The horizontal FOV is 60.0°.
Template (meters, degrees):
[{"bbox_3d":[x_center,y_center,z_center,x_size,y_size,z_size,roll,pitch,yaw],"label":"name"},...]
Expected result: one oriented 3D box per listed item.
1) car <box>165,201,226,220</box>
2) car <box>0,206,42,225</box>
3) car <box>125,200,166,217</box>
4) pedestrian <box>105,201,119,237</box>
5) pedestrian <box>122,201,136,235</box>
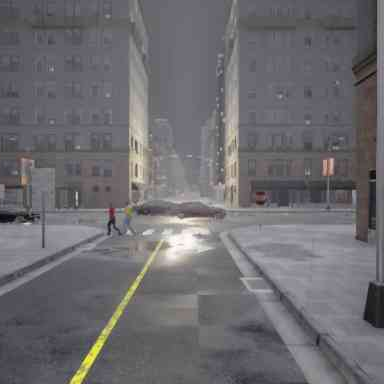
[{"bbox_3d":[0.442,1.527,27.129,4.674,1.442,1.812,0,0,0],"label":"car"},{"bbox_3d":[-13.416,1.625,23.882,4.718,1.301,1.895,0,0,0],"label":"car"},{"bbox_3d":[-3.596,1.481,30.582,5.008,1.535,1.882,0,0,0],"label":"car"},{"bbox_3d":[-4.004,1.294,16.598,0.375,1.860,0.375,0,0,0],"label":"pedestrian"},{"bbox_3d":[-3.260,1.294,17.199,0.375,1.860,0.375,0,0,0],"label":"pedestrian"}]
